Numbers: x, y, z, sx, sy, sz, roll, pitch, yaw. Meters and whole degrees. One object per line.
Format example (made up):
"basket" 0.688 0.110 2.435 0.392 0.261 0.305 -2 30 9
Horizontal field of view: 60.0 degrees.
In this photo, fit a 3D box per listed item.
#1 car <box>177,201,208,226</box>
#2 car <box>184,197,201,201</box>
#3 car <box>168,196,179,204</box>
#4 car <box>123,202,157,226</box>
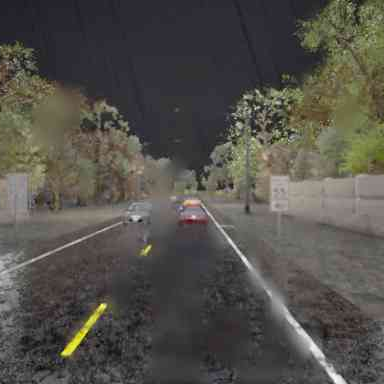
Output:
"car" 0.109 1.570 23.383 1.994 1.385 4.181 0 0 0
"car" 0.098 1.343 41.672 2.097 1.767 4.553 0 0 0
"car" -3.509 1.472 64.259 1.812 1.442 4.674 0 0 1
"car" -3.596 1.498 23.638 2.128 1.511 4.902 0 0 0
